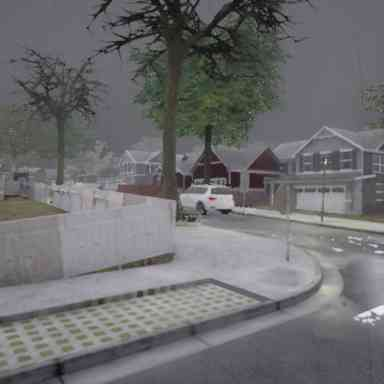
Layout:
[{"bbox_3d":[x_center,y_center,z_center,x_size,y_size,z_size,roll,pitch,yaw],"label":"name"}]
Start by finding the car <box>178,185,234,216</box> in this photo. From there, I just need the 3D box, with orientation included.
[{"bbox_3d":[0.686,0.526,23.732,2.150,2.045,5.566,2,1,-32],"label":"car"}]

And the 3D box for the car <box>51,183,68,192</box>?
[{"bbox_3d":[-18.431,-0.493,46.808,2.128,1.511,4.902,1,2,-35],"label":"car"}]
